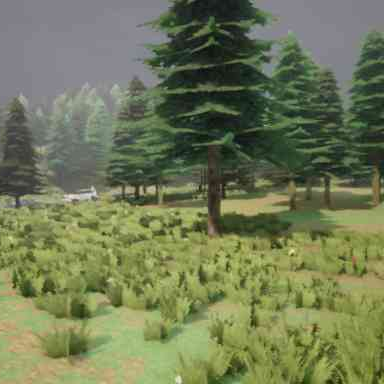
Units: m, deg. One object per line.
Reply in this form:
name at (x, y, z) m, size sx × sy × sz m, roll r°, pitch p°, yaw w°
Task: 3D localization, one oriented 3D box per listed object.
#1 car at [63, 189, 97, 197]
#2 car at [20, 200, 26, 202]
car at (-17.715, 0.694, 52.717) m, size 2.150 × 2.045 × 5.566 m, roll -1°, pitch 4°, yaw 45°
car at (-21.827, 1.814, 43.984) m, size 2.033 × 1.411 × 5.357 m, roll -1°, pitch 5°, yaw 45°
